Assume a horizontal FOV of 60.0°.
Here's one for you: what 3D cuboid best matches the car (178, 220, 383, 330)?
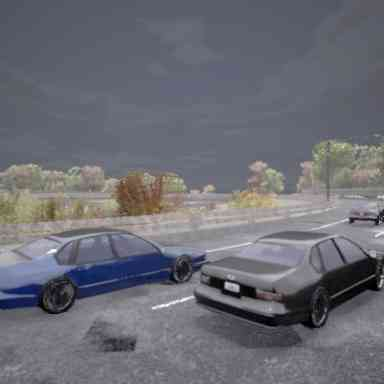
[{"bbox_3d":[2.441,1.541,6.984,5.357,1.411,2.033,0,0,-44],"label":"car"}]

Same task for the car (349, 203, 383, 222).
[{"bbox_3d":[12.764,1.521,24.086,2.033,1.411,5.357,0,0,36],"label":"car"}]

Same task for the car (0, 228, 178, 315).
[{"bbox_3d":[-2.035,1.545,7.623,5.357,1.411,2.033,0,0,-42],"label":"car"}]
